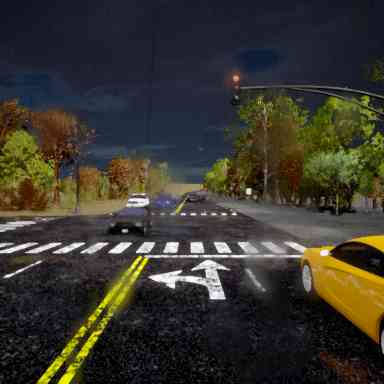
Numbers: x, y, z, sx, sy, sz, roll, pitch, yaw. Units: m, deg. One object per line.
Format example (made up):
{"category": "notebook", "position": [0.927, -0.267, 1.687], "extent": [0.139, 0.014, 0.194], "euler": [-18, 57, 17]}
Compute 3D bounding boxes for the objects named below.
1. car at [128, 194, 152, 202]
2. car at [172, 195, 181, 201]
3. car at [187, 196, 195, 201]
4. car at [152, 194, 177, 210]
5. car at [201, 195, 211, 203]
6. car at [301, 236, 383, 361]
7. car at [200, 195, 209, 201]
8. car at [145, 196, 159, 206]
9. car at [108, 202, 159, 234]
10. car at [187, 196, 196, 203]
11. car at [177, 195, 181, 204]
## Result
{"category": "car", "position": [-6.706, 1.224, 41.991], "extent": [2.150, 2.045, 5.566], "euler": [0, 0, 0]}
{"category": "car", "position": [-3.437, 1.321, 75.005], "extent": [1.812, 1.442, 4.674], "euler": [0, 0, 0]}
{"category": "car", "position": [-0.204, 1.606, 81.977], "extent": [1.895, 1.301, 4.718], "euler": [0, 0, 0]}
{"category": "car", "position": [-3.462, 1.223, 42.362], "extent": [2.150, 2.045, 5.566], "euler": [0, 0, -1]}
{"category": "car", "position": [3.094, 1.504, 71.486], "extent": [2.128, 1.511, 4.902], "euler": [0, 0, 0]}
{"category": "car", "position": [3.349, 1.444, 5.406], "extent": [1.882, 1.535, 5.008], "euler": [0, 1, 0]}
{"category": "car", "position": [3.046, 1.458, 81.641], "extent": [2.033, 1.411, 5.357], "euler": [0, 0, 0]}
{"category": "car", "position": [-6.728, 1.482, 56.358], "extent": [1.882, 1.535, 5.008], "euler": [0, 0, 0]}
{"category": "car", "position": [-3.397, 1.562, 19.469], "extent": [2.033, 1.411, 5.357], "euler": [0, 0, 0]}
{"category": "car", "position": [-0.138, 1.566, 72.155], "extent": [1.994, 1.385, 4.181], "euler": [0, 0, 0]}
{"category": "car", "position": [-3.475, 1.606, 59.469], "extent": [1.895, 1.301, 4.718], "euler": [0, 0, 0]}
